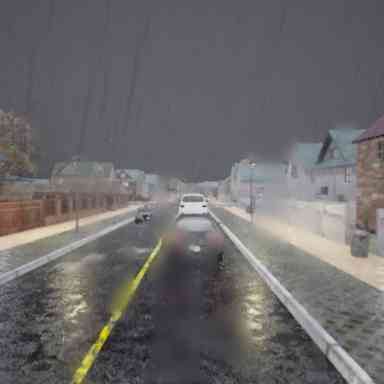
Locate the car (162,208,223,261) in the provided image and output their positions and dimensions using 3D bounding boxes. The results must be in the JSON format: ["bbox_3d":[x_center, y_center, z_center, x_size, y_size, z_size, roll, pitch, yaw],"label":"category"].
[{"bbox_3d":[0.092,1.506,12.124,1.812,1.442,4.674,0,0,0],"label":"car"}]

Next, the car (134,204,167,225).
[{"bbox_3d":[-2.850,1.527,23.751,1.994,1.385,4.181,0,0,0],"label":"car"}]

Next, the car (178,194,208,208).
[{"bbox_3d":[0.092,1.181,26.609,2.150,2.045,5.566,0,0,0],"label":"car"}]

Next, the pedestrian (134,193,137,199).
[{"bbox_3d":[-9.687,0.699,56.893,0.500,1.100,0.500,0,0,1],"label":"pedestrian"}]
